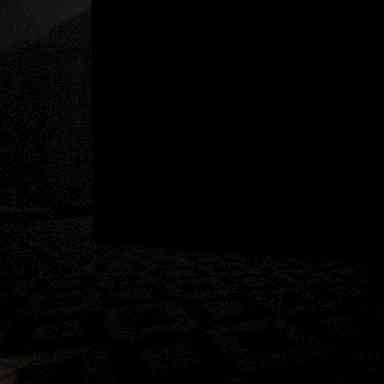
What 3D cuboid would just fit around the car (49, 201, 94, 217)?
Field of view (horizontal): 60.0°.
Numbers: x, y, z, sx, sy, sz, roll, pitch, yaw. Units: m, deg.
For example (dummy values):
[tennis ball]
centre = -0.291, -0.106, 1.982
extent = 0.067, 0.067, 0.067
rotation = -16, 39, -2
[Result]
[car]
centre = -11.574, 1.628, 32.950
extent = 1.882, 1.535, 5.008
rotation = -1, -1, 35
